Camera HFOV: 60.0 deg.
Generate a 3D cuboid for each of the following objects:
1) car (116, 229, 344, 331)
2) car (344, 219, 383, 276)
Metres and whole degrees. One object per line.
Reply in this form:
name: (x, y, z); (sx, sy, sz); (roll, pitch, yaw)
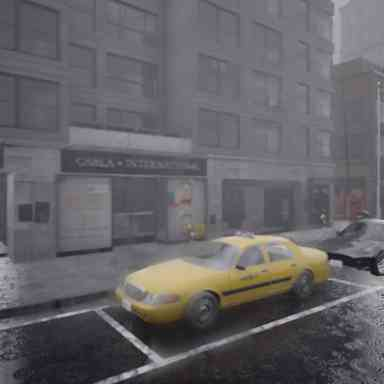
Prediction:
car: (0.899, 1.513, 6.827); (4.829, 1.417, 1.752); (0, 0, -35)
car: (5.665, 1.536, 10.224); (4.313, 1.339, 1.947); (0, 0, -35)
